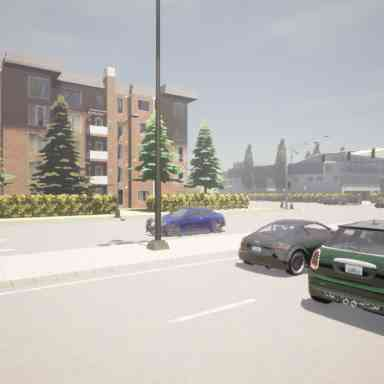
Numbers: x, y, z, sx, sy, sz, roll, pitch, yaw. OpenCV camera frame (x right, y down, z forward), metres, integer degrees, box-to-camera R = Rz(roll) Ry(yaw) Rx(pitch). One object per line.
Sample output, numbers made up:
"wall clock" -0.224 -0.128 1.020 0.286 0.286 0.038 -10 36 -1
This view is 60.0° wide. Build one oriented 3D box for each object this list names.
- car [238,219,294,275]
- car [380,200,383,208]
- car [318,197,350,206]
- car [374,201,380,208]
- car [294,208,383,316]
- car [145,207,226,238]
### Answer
"car" 3.445 1.564 10.479 4.181 1.385 1.994 0 0 -36
"car" 11.496 1.352 16.264 4.553 1.767 2.097 0 0 -36
"car" 23.073 1.492 54.280 4.902 1.511 2.128 0 1 43
"car" 26.313 1.564 44.323 4.181 1.385 1.994 0 0 -27
"car" 4.505 1.352 6.944 4.553 1.767 2.097 0 0 -36
"car" -0.235 1.526 17.931 4.674 1.442 1.812 0 0 -35
